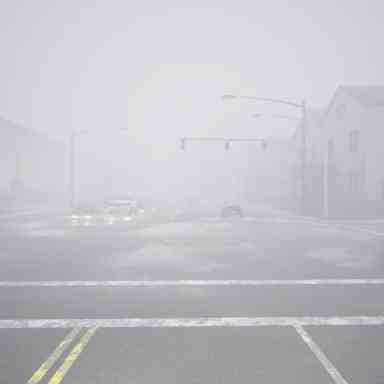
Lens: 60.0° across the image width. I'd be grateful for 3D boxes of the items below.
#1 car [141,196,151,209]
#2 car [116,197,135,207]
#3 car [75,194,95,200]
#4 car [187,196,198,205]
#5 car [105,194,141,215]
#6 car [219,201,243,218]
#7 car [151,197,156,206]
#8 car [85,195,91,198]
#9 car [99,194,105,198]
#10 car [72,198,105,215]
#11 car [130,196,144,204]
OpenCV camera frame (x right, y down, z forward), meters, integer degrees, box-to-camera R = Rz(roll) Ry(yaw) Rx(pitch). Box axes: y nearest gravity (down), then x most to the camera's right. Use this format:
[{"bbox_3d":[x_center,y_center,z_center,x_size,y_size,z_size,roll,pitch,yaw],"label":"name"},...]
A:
[{"bbox_3d":[-7.060,1.505,44.243,1.837,1.490,4.892,0,0,0],"label":"car"},{"bbox_3d":[-10.549,1.547,53.166,2.033,1.411,5.357,0,0,0],"label":"car"},{"bbox_3d":[-28.890,1.452,89.760,2.038,1.542,4.974,0,0,29],"label":"car"},{"bbox_3d":[0.052,1.491,58.646,2.128,1.511,4.902,0,0,0],"label":"car"},{"bbox_3d":[-7.070,1.221,34.691,2.150,2.045,5.566,0,0,0],"label":"car"},{"bbox_3d":[3.524,1.525,30.312,1.812,1.442,4.674,0,0,1],"label":"car"},{"bbox_3d":[-7.040,1.477,54.631,1.882,1.535,5.008,0,0,0],"label":"car"},{"bbox_3d":[-28.105,1.452,84.393,2.038,1.542,4.974,0,0,-36],"label":"car"},{"bbox_3d":[-10.562,1.221,42.921,2.150,2.045,5.566,0,0,0],"label":"car"},{"bbox_3d":[-10.570,1.564,33.662,1.994,1.385,4.181,0,0,0],"label":"car"},{"bbox_3d":[-10.488,1.525,63.248,1.812,1.442,4.674,0,0,1],"label":"car"}]
